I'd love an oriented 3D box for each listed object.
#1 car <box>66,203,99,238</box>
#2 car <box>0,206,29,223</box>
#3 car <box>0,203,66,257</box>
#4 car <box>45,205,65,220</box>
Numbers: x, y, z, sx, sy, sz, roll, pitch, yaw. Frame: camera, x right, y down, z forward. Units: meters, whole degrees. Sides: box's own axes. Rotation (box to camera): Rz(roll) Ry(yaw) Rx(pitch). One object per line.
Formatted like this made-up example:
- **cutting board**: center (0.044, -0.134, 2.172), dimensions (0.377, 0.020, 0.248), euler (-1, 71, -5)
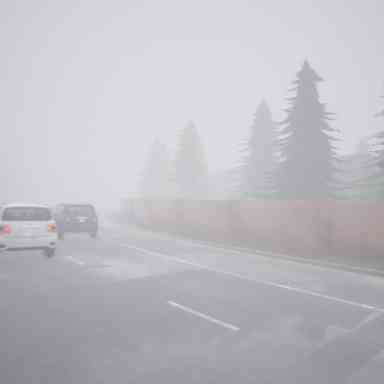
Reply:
- **car**: center (-7.416, 1.690, 20.464), dimensions (2.150, 2.045, 5.566), euler (3, -2, -31)
- **car**: center (-17.087, 2.103, 31.953), dimensions (2.033, 1.411, 5.357), euler (2, -2, -22)
- **car**: center (-7.174, 1.473, 13.685), dimensions (2.150, 2.045, 5.566), euler (3, -2, -35)
- **car**: center (-15.327, 2.295, 37.402), dimensions (1.837, 1.490, 4.892), euler (2, -2, -19)
